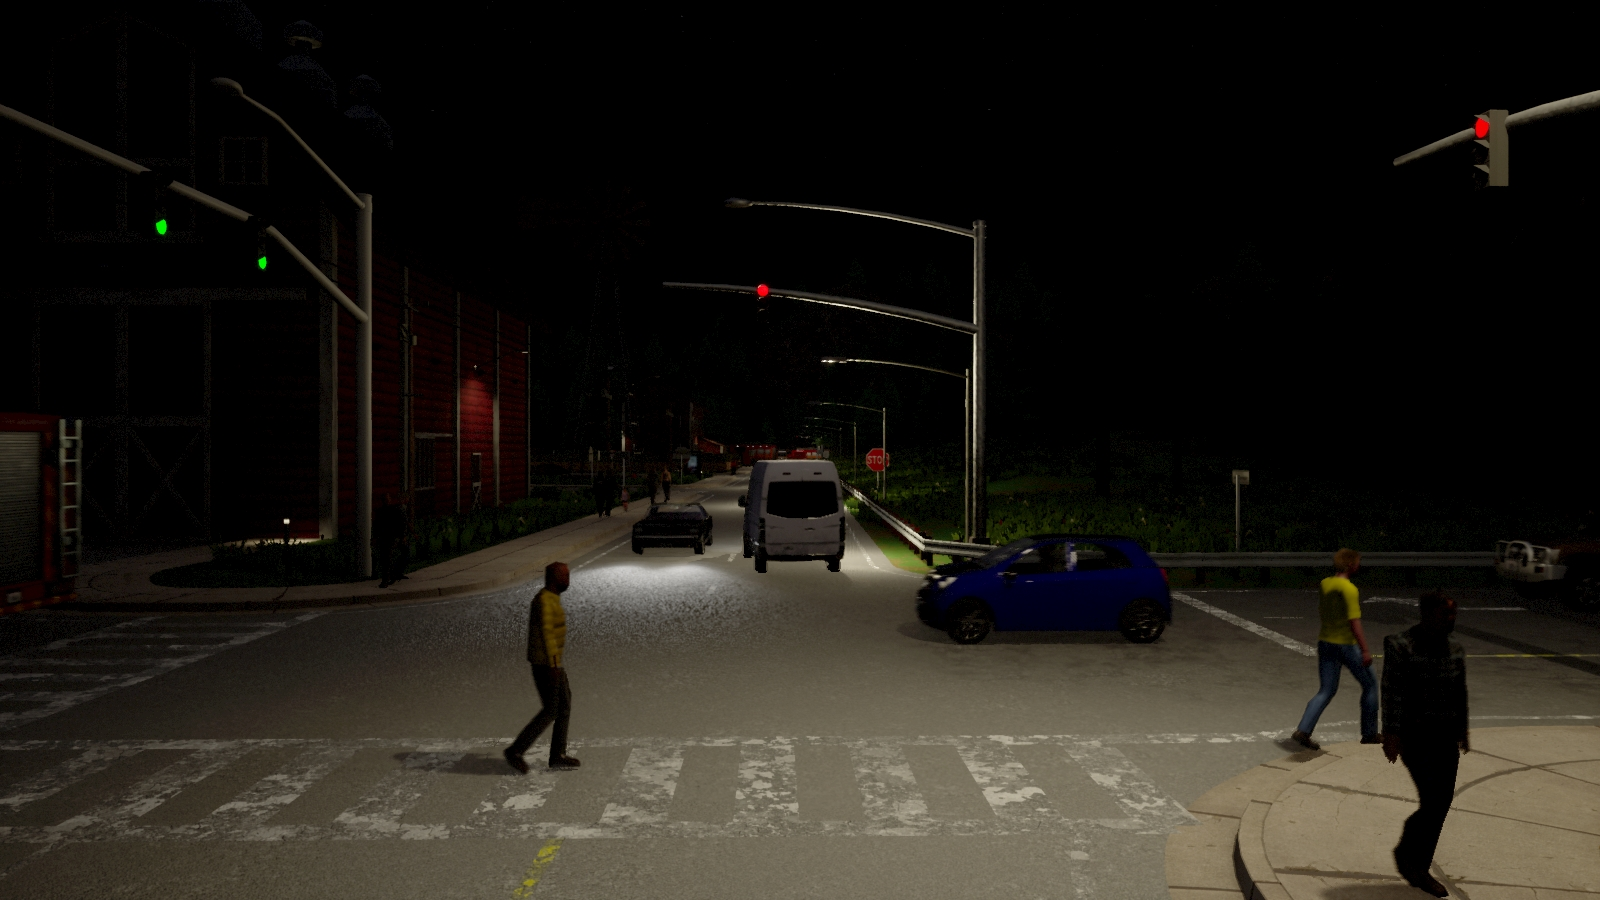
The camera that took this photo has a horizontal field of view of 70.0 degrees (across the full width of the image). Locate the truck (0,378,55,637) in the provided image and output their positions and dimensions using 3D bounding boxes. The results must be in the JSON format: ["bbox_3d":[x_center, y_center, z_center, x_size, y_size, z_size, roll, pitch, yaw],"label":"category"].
[{"bbox_3d":[-16.051,0.845,16.641,8.468,3.827,2.891,0,0,-1],"label":"truck"}]

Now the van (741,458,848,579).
[{"bbox_3d":[-0.267,1.519,27.987,1.988,2.561,5.915,0,0,-6],"label":"van"}]

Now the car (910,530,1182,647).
[{"bbox_3d":[3.551,2.009,17.003,3.633,1.501,1.845,0,0,-1],"label":"car"}]

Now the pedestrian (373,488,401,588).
[{"bbox_3d":[-7.832,1.665,21.695,0.375,1.860,0.375,0,0,6],"label":"pedestrian"}]

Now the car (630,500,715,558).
[{"bbox_3d":[-3.455,2.136,31.771,1.895,1.301,4.718,0,0,0],"label":"car"}]

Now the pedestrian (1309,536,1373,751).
[{"bbox_3d":[4.843,1.715,10.241,0.375,1.860,0.375,0,0,-8],"label":"pedestrian"}]

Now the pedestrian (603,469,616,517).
[{"bbox_3d":[-7.427,1.668,44.530,0.375,1.860,0.375,0,0,11],"label":"pedestrian"}]

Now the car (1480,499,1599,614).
[{"bbox_3d":[14.845,1.823,20.037,4.605,1.855,1.932,-1,0,7],"label":"car"}]

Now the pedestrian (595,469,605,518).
[{"bbox_3d":[-7.663,1.670,43.850,0.375,1.860,0.375,0,0,-9],"label":"pedestrian"}]

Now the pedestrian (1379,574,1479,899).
[{"bbox_3d":[3.730,1.691,6.787,0.375,1.860,0.375,0,0,-7],"label":"pedestrian"}]

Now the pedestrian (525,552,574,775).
[{"bbox_3d":[-2.160,1.827,9.885,0.375,1.860,0.375,0,0,-6],"label":"pedestrian"}]

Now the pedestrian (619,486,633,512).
[{"bbox_3d":[-7.288,2.048,47.802,0.500,1.100,0.500,0,0,3],"label":"pedestrian"}]

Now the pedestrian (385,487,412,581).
[{"bbox_3d":[-8.050,1.675,22.927,0.375,1.860,0.375,0,0,40],"label":"pedestrian"}]
